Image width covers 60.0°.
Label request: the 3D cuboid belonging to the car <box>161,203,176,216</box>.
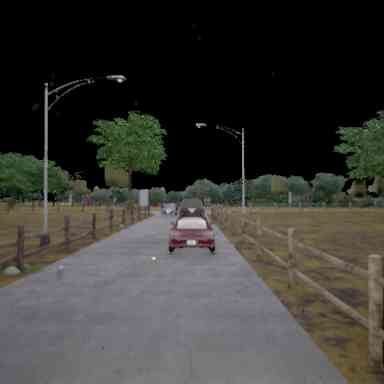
[{"bbox_3d":[-2.767,2.181,41.492,2.128,1.511,4.902,0,-1,0],"label":"car"}]

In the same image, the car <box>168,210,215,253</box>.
[{"bbox_3d":[0.000,1.704,14.403,1.812,1.442,4.674,0,-1,0],"label":"car"}]

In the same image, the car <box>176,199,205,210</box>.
[{"bbox_3d":[-0.008,1.644,29.056,2.150,2.045,5.566,0,-1,0],"label":"car"}]
